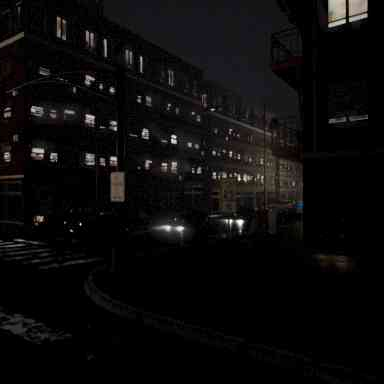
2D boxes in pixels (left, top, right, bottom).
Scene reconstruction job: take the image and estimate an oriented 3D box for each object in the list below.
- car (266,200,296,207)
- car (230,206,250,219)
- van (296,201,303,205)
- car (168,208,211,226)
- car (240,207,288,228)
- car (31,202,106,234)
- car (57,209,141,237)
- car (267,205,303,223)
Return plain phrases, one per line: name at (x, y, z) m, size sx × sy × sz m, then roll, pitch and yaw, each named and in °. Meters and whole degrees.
car at (11.715, 2.050, 44.700) m, size 2.150 × 2.045 × 5.566 m, roll 0°, pitch -1°, yaw 35°
car at (5.537, 2.196, 35.955) m, size 1.994 × 1.385 × 4.181 m, roll 0°, pitch -1°, yaw 34°
van at (18.377, 2.464, 58.855) m, size 1.690 × 1.788 × 3.998 m, roll -1°, pitch -2°, yaw 35°
car at (-0.176, 2.014, 27.780) m, size 1.994 × 1.385 × 4.181 m, roll 0°, pitch -1°, yaw 34°
car at (5.712, 2.048, 26.167) m, size 1.802 × 1.307 × 4.206 m, roll -2°, pitch -2°, yaw 35°
car at (-7.679, 1.604, 21.591) m, size 2.192 × 1.841 × 5.009 m, roll -1°, pitch -2°, yaw 35°
car at (-5.417, 1.885, 20.308) m, size 1.895 × 1.301 × 4.718 m, roll 0°, pitch -1°, yaw 36°
car at (8.969, 2.121, 30.826) m, size 2.008 × 1.369 × 4.403 m, roll -2°, pitch -2°, yaw 35°
